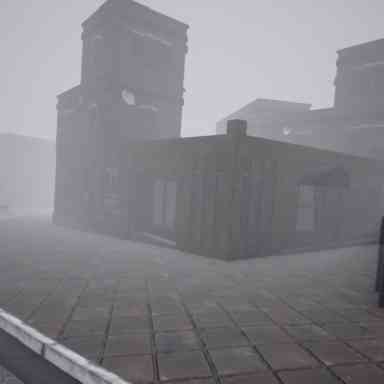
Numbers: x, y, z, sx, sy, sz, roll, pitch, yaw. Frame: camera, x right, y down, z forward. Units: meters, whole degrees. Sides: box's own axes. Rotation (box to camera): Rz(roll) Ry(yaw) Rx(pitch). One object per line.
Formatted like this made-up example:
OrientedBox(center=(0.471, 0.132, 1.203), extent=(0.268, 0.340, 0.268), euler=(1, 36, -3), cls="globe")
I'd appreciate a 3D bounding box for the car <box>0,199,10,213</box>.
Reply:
OrientedBox(center=(-24.176, 1.652, 40.408), extent=(2.097, 1.767, 4.553), euler=(4, -2, 1), cls="car")
